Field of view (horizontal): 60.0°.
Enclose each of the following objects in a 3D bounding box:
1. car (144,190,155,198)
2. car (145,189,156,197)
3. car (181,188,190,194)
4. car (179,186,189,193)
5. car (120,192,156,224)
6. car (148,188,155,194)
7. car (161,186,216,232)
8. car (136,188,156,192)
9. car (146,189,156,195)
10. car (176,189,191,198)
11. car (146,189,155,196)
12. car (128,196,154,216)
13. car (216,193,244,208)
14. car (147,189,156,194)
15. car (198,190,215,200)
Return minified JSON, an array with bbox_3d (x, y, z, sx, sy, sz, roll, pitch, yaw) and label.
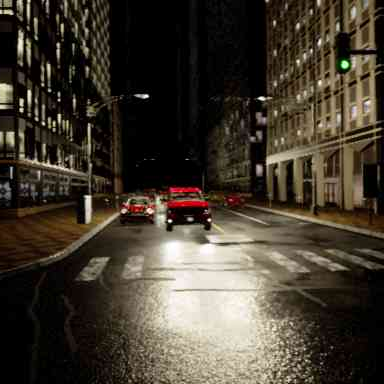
[{"bbox_3d":[-7.460,0.311,58.984,1.887,1.381,4.507,0,1,-6],"label":"car"},{"bbox_3d":[-8.062,0.201,64.526,2.008,1.369,4.403,0,1,-6],"label":"car"},{"bbox_3d":[-1.549,-0.252,82.134,1.887,1.381,4.507,0,1,-6],"label":"car"},{"bbox_3d":[-2.149,-0.598,87.674,2.192,1.841,5.009,0,1,-6],"label":"car"},{"bbox_3d":[-3.240,1.019,20.193,1.967,1.590,4.097,0,1,-6],"label":"car"},{"bbox_3d":[-10.473,-0.268,86.691,1.887,1.381,4.507,0,1,-6],"label":"car"},{"bbox_3d":[-0.389,0.825,17.816,2.150,2.045,5.566,-1,1,-6],"label":"car"},{"bbox_3d":[-4.444,0.662,31.274,2.192,1.841,5.009,0,1,-6],"label":"car"},{"bbox_3d":[-9.268,-0.030,75.608,2.008,1.369,4.403,0,1,-6],"label":"car"},{"bbox_3d":[-1.496,0.291,57.459,2.033,1.411,5.357,-1,1,-6],"label":"car"},{"bbox_3d":[-8.665,0.079,70.067,1.887,1.381,4.507,0,1,-6],"label":"car"},{"bbox_3d":[-3.844,1.045,25.738,1.802,1.307,4.206,0,1,-6],"label":"car"},{"bbox_3d":[3.877,0.829,32.244,1.802,1.307,4.206,0,1,-6],"label":"car"},{"bbox_3d":[-9.871,-0.131,81.150,1.947,1.339,4.313,0,1,-6],"label":"car"},{"bbox_3d":[2.069,0.464,48.875,1.947,1.339,4.313,0,1,-6],"label":"car"}]
